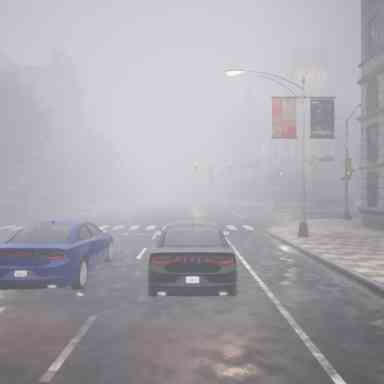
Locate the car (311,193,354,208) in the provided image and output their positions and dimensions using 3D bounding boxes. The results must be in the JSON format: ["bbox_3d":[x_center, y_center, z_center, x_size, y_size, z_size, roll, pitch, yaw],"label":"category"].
[{"bbox_3d":[19.583,1.221,46.347,5.566,2.045,2.150,0,0,0],"label":"car"}]

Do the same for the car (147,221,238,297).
[{"bbox_3d":[0.007,1.478,8.651,1.882,1.535,5.008,0,0,0],"label":"car"}]

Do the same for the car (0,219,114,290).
[{"bbox_3d":[-3.489,1.478,9.118,1.882,1.535,5.008,0,0,-2],"label":"car"}]

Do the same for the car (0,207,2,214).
[{"bbox_3d":[-19.878,1.477,30.358,5.008,1.535,1.882,0,-1,10],"label":"car"}]
